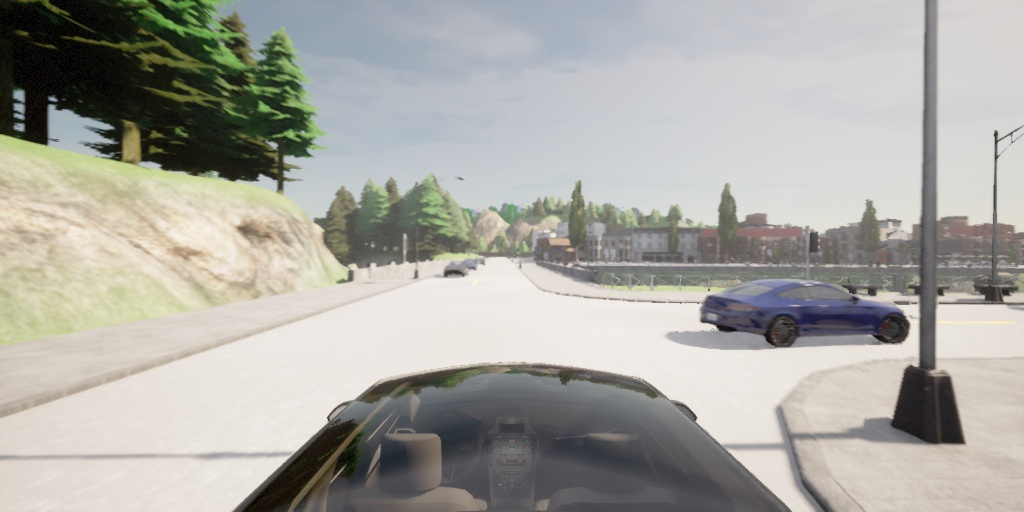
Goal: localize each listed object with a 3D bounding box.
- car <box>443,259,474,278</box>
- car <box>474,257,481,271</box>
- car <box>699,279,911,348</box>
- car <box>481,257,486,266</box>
[{"bbox_3d":[-4.886,1.125,32.131,2.033,1.411,5.357,0,0,-1],"label":"car"},{"bbox_3d":[-5.153,1.050,43.288,1.812,1.442,4.674,0,0,-1],"label":"car"},{"bbox_3d":[7.020,1.291,8.807,4.674,1.442,1.812,0,-1,-8],"label":"car"},{"bbox_3d":[-5.546,0.928,62.087,2.128,1.511,4.902,0,0,-1],"label":"car"}]
